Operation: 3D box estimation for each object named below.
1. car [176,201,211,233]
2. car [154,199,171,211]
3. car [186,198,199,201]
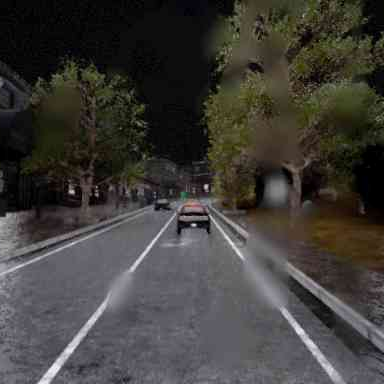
[{"bbox_3d":[0.098,1.531,19.952,2.128,1.511,4.902,0,0,0],"label":"car"},{"bbox_3d":[-3.597,1.628,41.519,2.033,1.411,5.357,0,0,0],"label":"car"},{"bbox_3d":[0.096,1.425,37.916,2.097,1.767,4.553,0,0,0],"label":"car"}]
